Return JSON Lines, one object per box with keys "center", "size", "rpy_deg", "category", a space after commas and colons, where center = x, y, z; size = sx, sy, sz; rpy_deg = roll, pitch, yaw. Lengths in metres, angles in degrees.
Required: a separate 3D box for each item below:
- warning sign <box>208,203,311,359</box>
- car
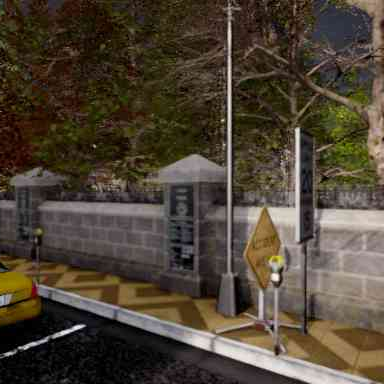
{"center": [1.032, 1.116, 4.906], "size": [1.060, 1.860, 1.300], "rpy_deg": [0, 0, 35], "category": "warning sign"}
{"center": [-4.668, 1.529, 6.029], "size": [4.829, 1.417, 1.752], "rpy_deg": [0, 0, 35], "category": "car"}
